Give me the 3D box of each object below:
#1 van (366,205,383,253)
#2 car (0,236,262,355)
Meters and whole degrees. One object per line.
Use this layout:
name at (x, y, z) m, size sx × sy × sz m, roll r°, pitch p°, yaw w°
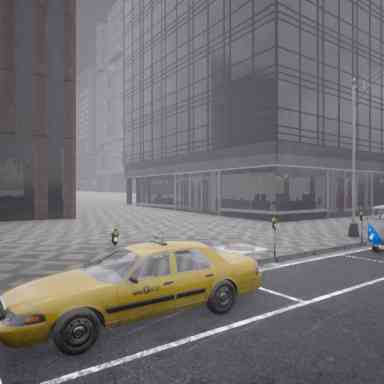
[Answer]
van at (8.151, 1.342, 12.446) m, size 3.998 × 1.788 × 1.690 m, roll 0°, pitch 0°, yaw -35°
car at (-0.849, 1.525, 6.042) m, size 4.829 × 1.417 × 1.752 m, roll 0°, pitch 0°, yaw -35°
